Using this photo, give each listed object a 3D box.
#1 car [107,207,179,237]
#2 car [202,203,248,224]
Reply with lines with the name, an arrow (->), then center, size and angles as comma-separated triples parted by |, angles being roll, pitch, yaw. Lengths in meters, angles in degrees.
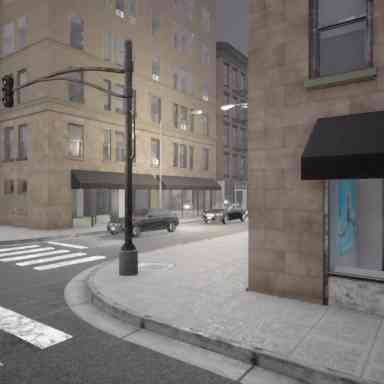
car -> -2.612, 1.620, 18.829 | 1.812, 1.442, 4.674 | 0, 0, 37
car -> 2.695, 1.641, 26.299 | 2.128, 1.511, 4.902 | 0, 0, 35
